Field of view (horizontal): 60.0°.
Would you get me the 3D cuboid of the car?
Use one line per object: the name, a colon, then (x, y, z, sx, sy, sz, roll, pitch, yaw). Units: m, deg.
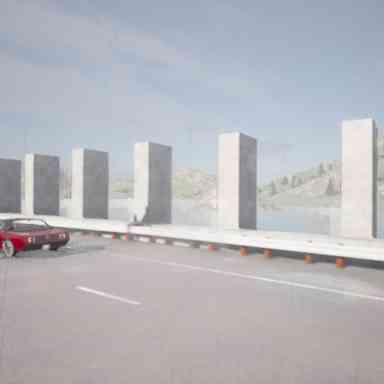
car: (-7.027, 1.662, 13.085, 4.718, 1.301, 1.895, 0, -1, 34)
